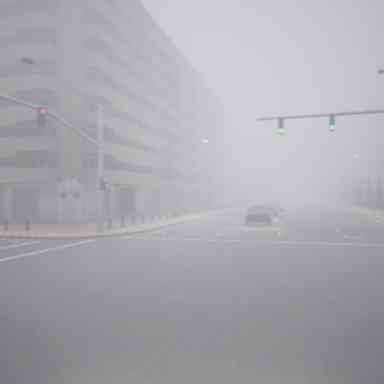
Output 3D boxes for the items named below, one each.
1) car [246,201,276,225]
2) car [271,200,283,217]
[{"bbox_3d":[5.600,1.777,27.420,1.882,1.535,5.008,-1,-1,17],"label":"car"},{"bbox_3d":[8.508,1.891,36.581,2.128,1.511,4.902,-1,-1,18],"label":"car"}]
